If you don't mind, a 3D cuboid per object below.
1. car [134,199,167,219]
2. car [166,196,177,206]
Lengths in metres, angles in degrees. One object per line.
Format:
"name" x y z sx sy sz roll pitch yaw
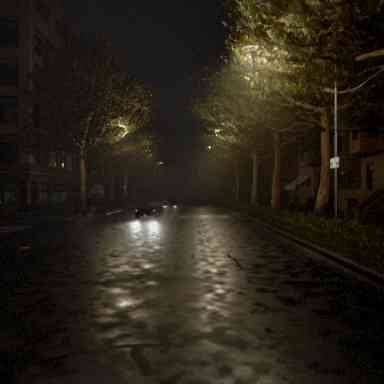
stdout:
"car" -3.653 1.587 29.065 1.895 1.301 4.718 0 0 3
"car" -3.505 1.482 55.950 1.837 1.490 4.892 0 0 0
